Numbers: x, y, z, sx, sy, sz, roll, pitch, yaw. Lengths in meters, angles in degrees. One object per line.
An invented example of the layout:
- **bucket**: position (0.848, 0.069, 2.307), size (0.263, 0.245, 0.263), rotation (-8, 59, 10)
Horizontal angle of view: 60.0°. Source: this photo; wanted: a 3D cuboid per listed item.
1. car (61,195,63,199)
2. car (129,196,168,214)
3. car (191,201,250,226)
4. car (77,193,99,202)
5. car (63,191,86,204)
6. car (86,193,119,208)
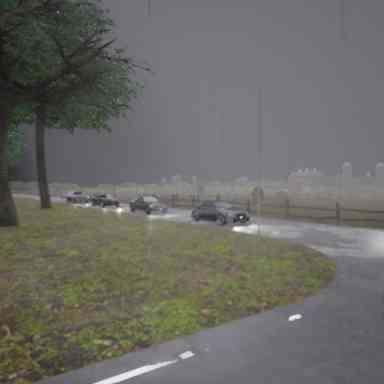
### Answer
- **car**: position (-21.831, 0.648, 59.213), size (1.994, 1.385, 4.181), rotation (-1, 1, -36)
- **car**: position (-3.971, 1.116, 29.508), size (1.812, 1.442, 4.674), rotation (-1, 2, -36)
- **car**: position (1.770, 1.313, 21.592), size (1.994, 1.385, 4.181), rotation (-1, 2, -37)
- **car**: position (-16.005, 0.808, 51.149), size (1.895, 1.301, 4.718), rotation (-1, 1, -36)
- **car**: position (-15.728, 0.660, 45.828), size (2.097, 1.767, 4.553), rotation (-1, 1, -35)
- **car**: position (-9.929, 0.919, 37.745), size (1.882, 1.535, 5.008), rotation (-1, 1, -36)
